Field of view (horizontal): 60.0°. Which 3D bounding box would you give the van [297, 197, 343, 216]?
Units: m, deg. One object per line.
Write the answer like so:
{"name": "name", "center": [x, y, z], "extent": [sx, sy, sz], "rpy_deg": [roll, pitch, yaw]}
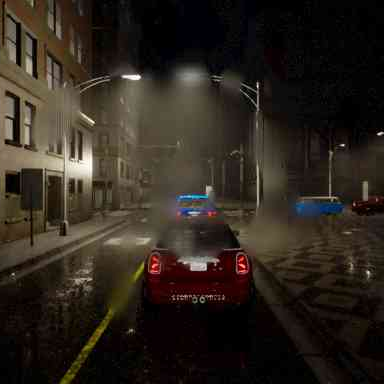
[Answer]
{"name": "van", "center": [11.780, 1.350, 30.766], "extent": [3.998, 1.788, 1.690], "rpy_deg": [0, 0, -1]}

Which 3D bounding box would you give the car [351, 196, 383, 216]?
{"name": "car", "center": [17.421, 1.323, 30.842], "extent": [5.009, 1.841, 2.192], "rpy_deg": [0, 0, -1]}

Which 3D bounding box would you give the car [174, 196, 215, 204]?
{"name": "car", "center": [0.132, 1.208, 17.887], "extent": [2.150, 2.045, 5.566], "rpy_deg": [0, 0, 0]}

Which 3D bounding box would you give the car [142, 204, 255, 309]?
{"name": "car", "center": [0.116, 1.347, 8.030], "extent": [2.097, 1.767, 4.553], "rpy_deg": [0, 0, 0]}
